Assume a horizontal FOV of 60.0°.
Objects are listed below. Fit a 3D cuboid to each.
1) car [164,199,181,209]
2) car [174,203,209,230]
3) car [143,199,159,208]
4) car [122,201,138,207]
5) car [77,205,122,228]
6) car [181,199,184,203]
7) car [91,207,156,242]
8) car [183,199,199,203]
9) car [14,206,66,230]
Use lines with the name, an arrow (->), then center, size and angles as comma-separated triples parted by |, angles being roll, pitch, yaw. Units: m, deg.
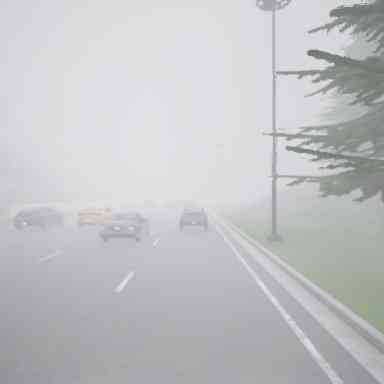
car -> -3.438, 2.141, 55.451 | 1.994, 1.385, 4.181 | 0, -1, 2
car -> 0.118, 1.731, 22.942 | 2.128, 1.511, 4.902 | 0, -1, 0
car -> -6.928, 1.934, 56.028 | 2.097, 1.767, 4.553 | 0, -1, 2
car -> -10.432, 2.127, 55.733 | 2.033, 1.411, 5.357 | 0, -1, 2
car -> -6.881, 1.733, 24.553 | 1.882, 1.535, 5.008 | 0, -1, 0
car -> -2.090, 2.171, 65.360 | 2.128, 1.511, 4.902 | 0, -1, 17
car -> -3.386, 1.731, 17.546 | 2.033, 1.411, 5.357 | 0, -1, 0
car -> 0.056, 2.078, 55.061 | 1.837, 1.490, 4.892 | 0, -1, 2
car -> -10.381, 1.745, 23.045 | 1.837, 1.490, 4.892 | 0, -1, 0
